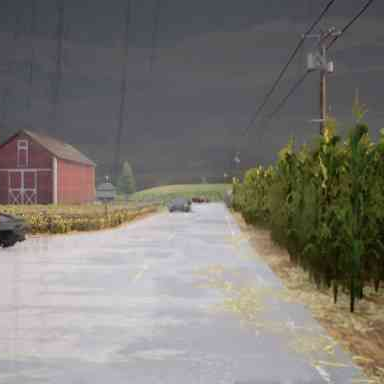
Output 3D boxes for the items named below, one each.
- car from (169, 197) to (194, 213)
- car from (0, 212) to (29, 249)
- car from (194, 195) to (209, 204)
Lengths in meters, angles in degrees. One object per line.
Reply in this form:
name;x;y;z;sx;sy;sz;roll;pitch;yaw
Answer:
car;-1.248;1.351;36.182;2.097;1.767;4.553;0;0;4
car;-8.983;1.518;12.811;4.892;1.490;1.837;0;7;-11
car;1.642;1.379;61.855;1.882;1.535;5.008;0;0;-17
